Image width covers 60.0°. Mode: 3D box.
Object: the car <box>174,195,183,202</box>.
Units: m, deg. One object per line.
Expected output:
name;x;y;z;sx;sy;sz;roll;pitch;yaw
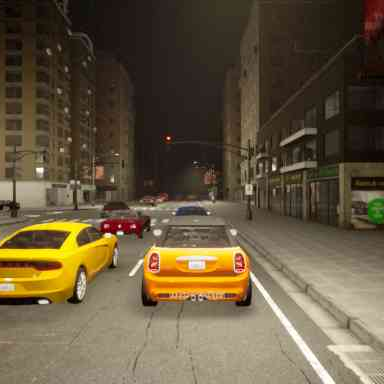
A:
car;-3.410;1.543;80.372;1.837;1.490;4.892;0;0;0

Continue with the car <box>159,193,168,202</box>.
car;-6.650;1.265;74.583;2.150;2.045;5.566;0;0;0

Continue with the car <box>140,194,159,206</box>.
car;-6.697;1.371;50.833;2.097;1.767;4.553;0;0;0

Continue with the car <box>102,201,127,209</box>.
car;-6.659;1.532;29.141;1.812;1.442;4.674;0;0;0

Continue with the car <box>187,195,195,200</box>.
car;-0.182;1.483;90.800;2.033;1.411;5.357;0;0;0

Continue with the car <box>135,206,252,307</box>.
car;0.084;1.353;8.164;2.097;1.767;4.553;0;0;0

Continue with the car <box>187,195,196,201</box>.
car;-0.161;1.399;80.765;2.097;1.767;4.553;0;0;0

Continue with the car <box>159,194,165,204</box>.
car;-6.683;1.630;63.228;1.895;1.301;4.718;0;0;0

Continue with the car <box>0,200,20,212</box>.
car;-22.226;1.596;38.513;4.313;1.339;1.947;0;0;0

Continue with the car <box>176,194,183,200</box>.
car;-3.432;1.421;90.794;1.882;1.535;5.008;0;0;0

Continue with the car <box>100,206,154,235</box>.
car;-3.284;1.603;17.430;1.895;1.301;4.718;0;0;0

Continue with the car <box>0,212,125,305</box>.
car;-3.165;1.478;8.173;1.882;1.535;5.008;0;0;0
